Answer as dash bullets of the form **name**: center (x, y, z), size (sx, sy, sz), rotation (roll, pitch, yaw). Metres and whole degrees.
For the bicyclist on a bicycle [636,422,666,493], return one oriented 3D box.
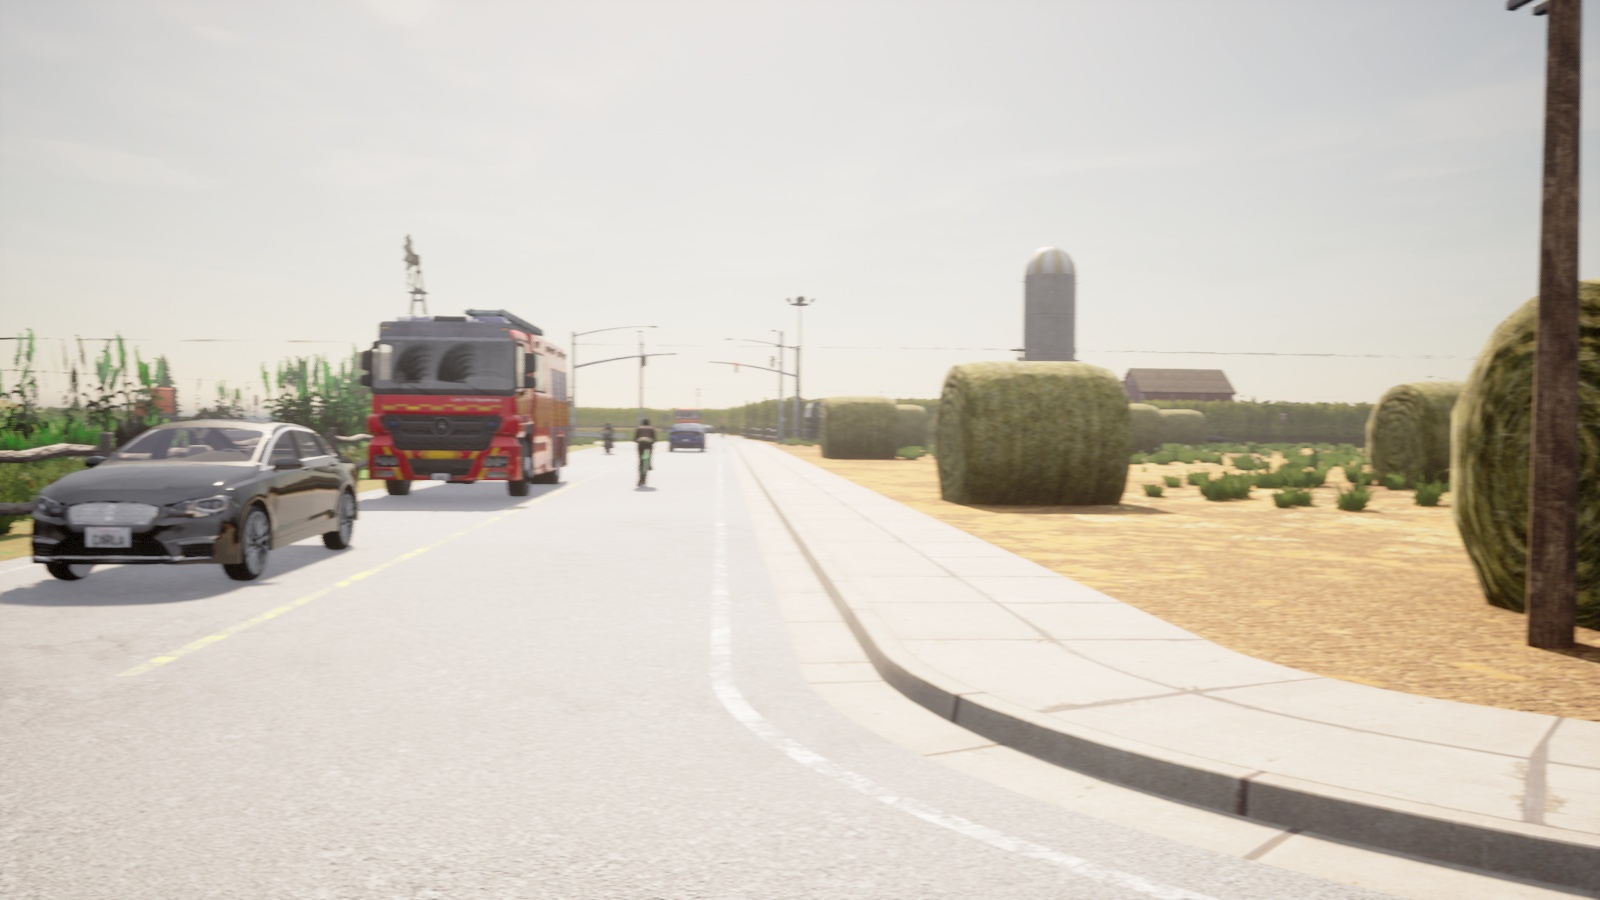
- **bicyclist on a bicycle**: center (-3.490, 0.165, 29.559), size (0.582, 1.620, 1.656), rotation (-1, 1, -3)

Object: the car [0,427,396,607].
- **car**: center (-6.001, 0.530, 13.258), size (2.128, 1.511, 4.902), rotation (-1, 1, -4)

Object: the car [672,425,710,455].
- **car**: center (-5.804, -0.557, 67.470), size (1.882, 1.535, 5.008), rotation (-1, 1, -3)

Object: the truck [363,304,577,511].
- **truck**: center (-6.891, -0.874, 27.605), size (2.891, 3.827, 8.468), rotation (-1, 1, -3)

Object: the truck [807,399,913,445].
- **truck**: center (4.633, -2.234, 98.479), size (7.936, 3.462, 2.891), rotation (-1, 1, -6)

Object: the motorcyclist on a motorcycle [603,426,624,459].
- **motorcyclist on a motorcycle**: center (-8.813, -0.352, 59.316), size (0.797, 1.523, 2.044), rotation (-1, 1, -3)
